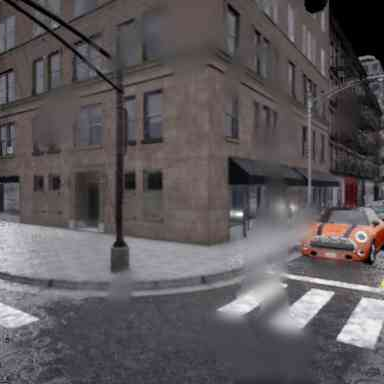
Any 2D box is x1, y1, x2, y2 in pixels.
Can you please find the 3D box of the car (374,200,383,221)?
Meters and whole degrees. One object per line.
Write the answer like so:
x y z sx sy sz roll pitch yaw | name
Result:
16.485 1.451 27.302 2.128 1.511 4.902 0 0 35 | car

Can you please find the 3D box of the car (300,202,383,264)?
5.529 1.328 11.908 2.097 1.767 4.553 0 0 36 | car

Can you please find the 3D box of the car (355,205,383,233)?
11.175 1.532 19.832 1.994 1.385 4.181 0 0 35 | car
